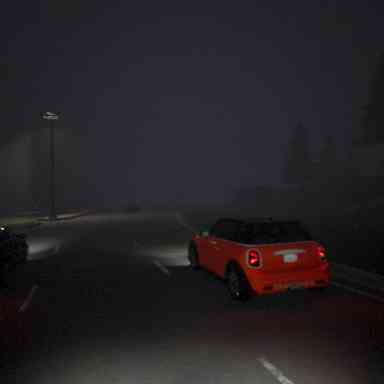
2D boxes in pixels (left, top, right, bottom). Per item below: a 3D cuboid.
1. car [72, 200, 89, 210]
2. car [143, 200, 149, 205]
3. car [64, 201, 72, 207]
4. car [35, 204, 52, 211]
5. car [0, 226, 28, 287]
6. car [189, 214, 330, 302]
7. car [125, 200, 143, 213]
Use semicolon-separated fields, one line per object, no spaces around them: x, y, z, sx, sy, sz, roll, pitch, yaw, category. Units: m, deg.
-21.666;2.696;65.783;1.837;1.490;4.892;-2;-1;-5;car
-11.441;2.648;81.610;1.895;1.301;4.718;-2;-1;-5;car
-25.543;2.499;70.088;2.097;1.767;4.553;-2;-1;-5;car
-28.530;2.976;63.926;1.895;1.301;4.718;-2;-1;-5;car
-6.145;1.756;9.793;2.128;1.511;4.902;-1;-1;-18;car
1.404;1.390;8.756;2.097;1.767;4.553;-2;-1;-16;car
-8.561;2.199;48.118;1.812;1.442;4.674;-2;0;-5;car
